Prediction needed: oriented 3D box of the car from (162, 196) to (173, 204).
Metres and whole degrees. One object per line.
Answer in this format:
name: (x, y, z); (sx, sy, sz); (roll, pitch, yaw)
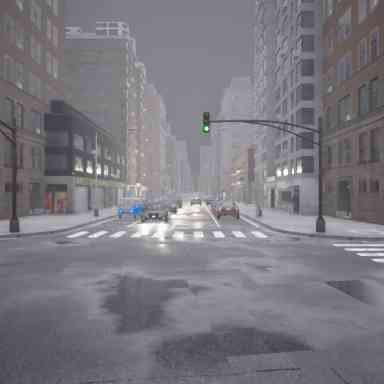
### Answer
car: (-5.004, 1.626, 68.069); (1.752, 1.417, 4.829); (0, 0, 1)

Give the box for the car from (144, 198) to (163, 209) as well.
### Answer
car: (-5.274, 1.618, 46.147); (2.008, 1.369, 4.403); (0, 0, 1)

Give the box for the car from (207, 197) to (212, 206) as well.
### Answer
car: (3.184, 1.631, 40.526); (1.802, 1.307, 4.206); (0, 0, 1)

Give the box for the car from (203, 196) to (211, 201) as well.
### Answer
car: (3.727, 1.662, 84.724); (1.887, 1.381, 4.507); (0, 0, 1)

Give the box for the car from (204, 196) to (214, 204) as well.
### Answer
car: (3.523, 1.637, 68.150); (1.887, 1.381, 4.507); (0, 0, 1)

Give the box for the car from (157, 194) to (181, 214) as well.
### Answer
car: (-2.628, 1.401, 36.086); (2.097, 1.767, 4.553); (0, 0, 1)

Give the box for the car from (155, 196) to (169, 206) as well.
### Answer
car: (-5.138, 1.524, 57.193); (1.967, 1.590, 4.097); (0, 0, 1)

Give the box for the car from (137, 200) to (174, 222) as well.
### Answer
car: (-2.754, 1.597, 26.052); (1.994, 1.385, 4.181); (0, 0, 1)

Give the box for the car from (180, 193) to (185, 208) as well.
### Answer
car: (-2.491, 1.287, 46.467); (2.150, 2.045, 5.566); (0, 0, 1)

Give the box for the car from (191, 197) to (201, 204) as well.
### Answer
car: (0.833, 1.656, 66.272); (1.994, 1.385, 4.181); (0, 0, 1)

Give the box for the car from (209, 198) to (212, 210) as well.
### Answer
car: (3.116, 1.607, 35.002); (1.947, 1.339, 4.313); (0, 0, 1)

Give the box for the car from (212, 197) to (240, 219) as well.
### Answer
car: (3.048, 1.473, 29.478); (1.967, 1.590, 4.097); (0, 0, 1)

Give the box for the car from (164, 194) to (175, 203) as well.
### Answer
car: (-4.934, 1.425, 73.763); (2.192, 1.841, 5.009); (0, 0, 1)

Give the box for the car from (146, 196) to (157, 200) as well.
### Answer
car: (-5.410, 1.365, 35.100); (2.192, 1.841, 5.009); (0, 0, 1)

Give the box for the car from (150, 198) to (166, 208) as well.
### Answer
car: (-5.206, 1.626, 51.670); (2.008, 1.369, 4.403); (0, 0, 1)

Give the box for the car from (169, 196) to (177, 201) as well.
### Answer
car: (-4.798, 1.693, 84.809); (1.947, 1.339, 4.313); (0, 0, 1)

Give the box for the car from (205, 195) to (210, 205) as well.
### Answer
car: (3.387, 1.641, 57.101); (1.947, 1.339, 4.313); (0, 0, 1)

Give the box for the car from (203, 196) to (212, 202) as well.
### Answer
car: (3.660, 1.691, 79.199); (1.802, 1.307, 4.206); (0, 0, 1)

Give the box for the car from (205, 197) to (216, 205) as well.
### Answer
car: (3.456, 1.649, 62.625); (1.947, 1.339, 4.313); (0, 0, 1)

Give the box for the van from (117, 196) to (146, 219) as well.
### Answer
van: (-5.478, 1.383, 29.577); (1.690, 1.788, 3.998); (0, 0, 1)

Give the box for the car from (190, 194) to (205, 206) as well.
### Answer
car: (0.705, 1.567, 55.854); (2.128, 1.511, 4.902); (0, 0, 1)

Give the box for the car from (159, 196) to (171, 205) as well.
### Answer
car: (-5.070, 1.533, 62.716); (1.967, 1.590, 4.097); (0, 0, 1)

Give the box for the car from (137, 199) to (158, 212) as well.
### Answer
car: (-5.341, 1.625, 40.624); (1.947, 1.339, 4.313); (0, 0, 1)
